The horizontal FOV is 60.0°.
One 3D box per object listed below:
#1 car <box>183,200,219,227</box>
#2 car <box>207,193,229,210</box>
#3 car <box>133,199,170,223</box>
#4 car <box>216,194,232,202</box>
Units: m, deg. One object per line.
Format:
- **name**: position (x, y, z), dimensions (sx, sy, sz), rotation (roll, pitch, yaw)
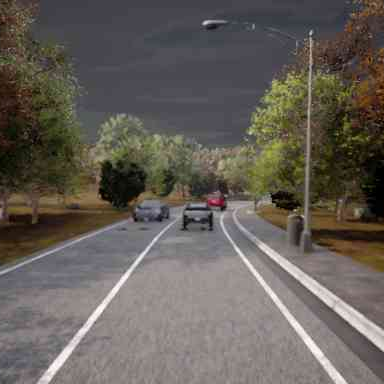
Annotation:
- **car**: position (0.437, 1.422, 21.641), dimensions (2.128, 1.511, 4.902), rotation (0, -2, 2)
- **car**: position (3.168, 1.210, 42.192), dimensions (2.150, 2.045, 5.566), rotation (1, 0, 12)
- **car**: position (-2.991, 1.305, 25.192), dimensions (2.097, 1.767, 4.553), rotation (0, 0, 5)
- **car**: position (6.338, 1.132, 65.097), dimensions (1.812, 1.442, 4.674), rotation (2, 0, 22)
